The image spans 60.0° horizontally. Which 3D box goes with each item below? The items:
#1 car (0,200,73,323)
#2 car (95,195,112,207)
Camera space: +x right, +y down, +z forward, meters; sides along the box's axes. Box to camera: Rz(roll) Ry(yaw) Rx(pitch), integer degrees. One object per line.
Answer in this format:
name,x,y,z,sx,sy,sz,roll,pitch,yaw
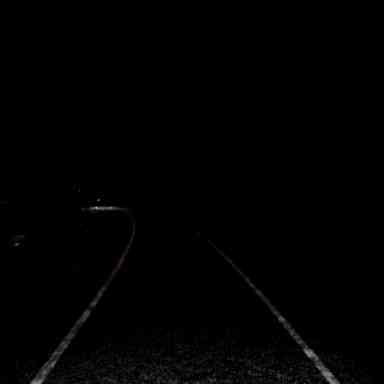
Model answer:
car,-3.860,1.208,5.934,2.150,2.045,5.566,0,0,-3
car,-12.376,1.155,46.612,2.097,1.767,4.553,1,0,-18
